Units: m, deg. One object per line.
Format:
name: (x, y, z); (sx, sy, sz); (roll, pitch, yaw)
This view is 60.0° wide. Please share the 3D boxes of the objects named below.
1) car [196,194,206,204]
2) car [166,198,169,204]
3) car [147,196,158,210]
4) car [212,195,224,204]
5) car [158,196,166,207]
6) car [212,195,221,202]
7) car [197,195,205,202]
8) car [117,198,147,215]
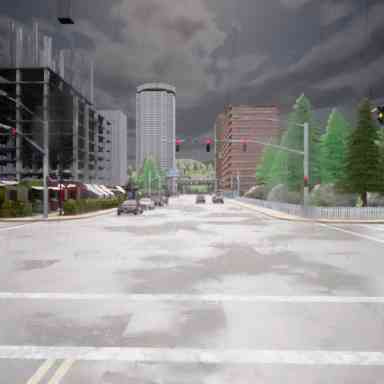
car: (1.734, 1.601, 65.482); (1.895, 1.301, 4.718); (0, 0, 1)
car: (-5.429, 1.564, 61.690); (1.994, 1.385, 4.181); (0, 0, 2)
car: (-5.927, 1.526, 42.762); (1.812, 1.442, 4.674); (0, 0, 1)
car: (5.241, 1.525, 65.714); (1.812, 1.442, 4.674); (0, 0, 1)
car: (-5.698, 1.352, 51.767); (2.097, 1.767, 4.553); (0, 0, 1)
car: (5.460, 1.421, 74.610); (1.895, 1.301, 4.718); (0, 0, 1)
car: (1.960, 1.326, 74.667); (1.837, 1.490, 4.892); (0, 0, 1)
car: (-6.170, 1.526, 33.672); (1.812, 1.442, 4.674); (0, 0, 2)
